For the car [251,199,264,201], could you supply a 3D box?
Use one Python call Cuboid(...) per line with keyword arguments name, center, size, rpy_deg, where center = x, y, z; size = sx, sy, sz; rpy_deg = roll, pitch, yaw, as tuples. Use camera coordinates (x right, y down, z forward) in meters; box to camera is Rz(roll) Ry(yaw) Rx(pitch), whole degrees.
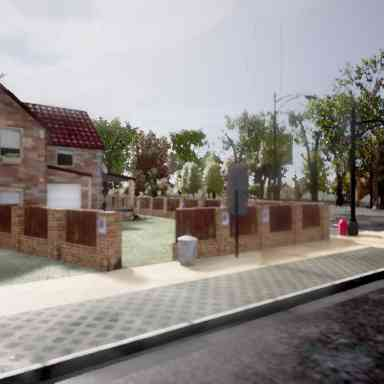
Cuboid(name="car", center=(6.202, 1.434, 31.392), size=(1.812, 1.442, 4.674), rpy_deg=(0, 0, -35))
